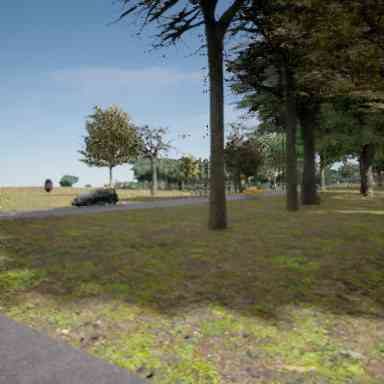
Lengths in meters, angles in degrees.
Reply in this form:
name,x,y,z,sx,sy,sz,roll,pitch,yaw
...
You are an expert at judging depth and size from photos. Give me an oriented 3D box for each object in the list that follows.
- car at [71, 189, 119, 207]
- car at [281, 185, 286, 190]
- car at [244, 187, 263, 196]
name,x,y,z,sx,sy,sz,roll,pitch,yaw
car,-10.786,0.717,37.388,2.150,2.045,5.566,-2,1,34
car,25.704,-1.142,90.604,1.895,1.301,4.718,-2,1,35
car,10.505,-0.129,56.280,1.882,1.535,5.008,-2,1,32
